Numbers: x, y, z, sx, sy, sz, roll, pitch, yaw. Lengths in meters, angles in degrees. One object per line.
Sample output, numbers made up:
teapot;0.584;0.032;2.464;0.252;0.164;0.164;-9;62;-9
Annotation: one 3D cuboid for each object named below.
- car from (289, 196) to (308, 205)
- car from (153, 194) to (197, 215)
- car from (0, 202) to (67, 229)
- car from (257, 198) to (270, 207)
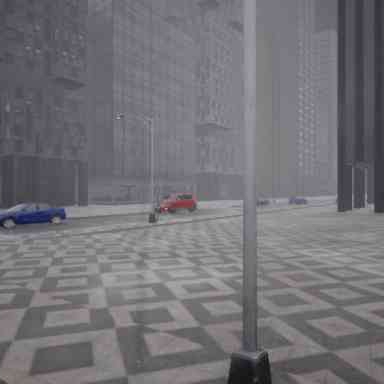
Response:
car;17.618;1.401;55.102;1.882;1.535;5.008;0;0;36
car;-1.664;1.184;34.157;2.150;2.045;5.566;0;0;36
car;-10.741;1.458;21.749;1.882;1.535;5.008;0;0;36
car;10.000;1.539;49.941;1.895;1.301;4.718;0;0;36
